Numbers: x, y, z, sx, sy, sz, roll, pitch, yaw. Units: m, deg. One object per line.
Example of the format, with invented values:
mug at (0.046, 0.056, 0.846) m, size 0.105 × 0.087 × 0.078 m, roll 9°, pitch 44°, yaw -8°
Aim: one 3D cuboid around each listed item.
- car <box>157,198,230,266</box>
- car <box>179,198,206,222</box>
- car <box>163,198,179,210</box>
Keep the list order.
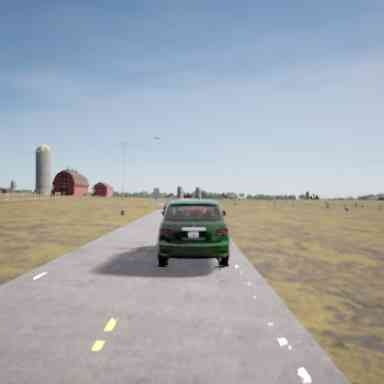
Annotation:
car at (0.059, 1.257, 11.767) m, size 2.150 × 2.045 × 5.566 m, roll 0°, pitch 0°, yaw 0°
car at (0.058, 1.442, 27.705) m, size 2.097 × 1.767 × 4.553 m, roll 0°, pitch 0°, yaw 0°
car at (-2.844, 1.632, 45.857) m, size 1.882 × 1.535 × 5.008 m, roll 0°, pitch 0°, yaw 0°
